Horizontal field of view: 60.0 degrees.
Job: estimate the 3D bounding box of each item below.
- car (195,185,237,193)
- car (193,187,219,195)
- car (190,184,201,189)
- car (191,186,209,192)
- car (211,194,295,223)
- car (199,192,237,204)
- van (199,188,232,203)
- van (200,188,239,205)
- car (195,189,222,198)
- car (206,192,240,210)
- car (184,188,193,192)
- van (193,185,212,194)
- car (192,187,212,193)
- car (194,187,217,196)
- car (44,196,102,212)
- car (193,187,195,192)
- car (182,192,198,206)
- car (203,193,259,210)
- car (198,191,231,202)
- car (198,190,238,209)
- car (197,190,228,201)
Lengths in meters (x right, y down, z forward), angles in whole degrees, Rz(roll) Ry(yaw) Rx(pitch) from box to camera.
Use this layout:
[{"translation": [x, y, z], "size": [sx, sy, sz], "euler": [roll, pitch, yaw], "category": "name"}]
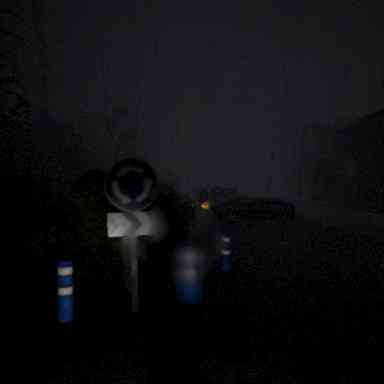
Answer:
[{"translation": [3.479, 0.522, 37.130], "size": [5.566, 2.045, 2.435], "euler": [0, 1, -1], "category": "car"}, {"translation": [2.913, -0.161, 71.045], "size": [5.366, 1.575, 1.946], "euler": [0, 2, -1], "category": "car"}, {"translation": [2.881, -0.134, 62.562], "size": [5.566, 2.045, 2.435], "euler": [0, 2, -1], "category": "car"}, {"translation": [2.252, -0.900, 93.629], "size": [5.008, 1.535, 2.097], "euler": [0, 2, -1], "category": "car"}, {"translation": [3.783, 1.058, 20.183], "size": [4.792, 1.488, 2.163], "euler": [0, 1, -1], "category": "car"}, {"translation": [3.326, 0.728, 42.783], "size": [4.674, 1.452, 2.002], "euler": [0, 1, -1], "category": "car"}, {"translation": [3.156, 0.417, 45.480], "size": [4.442, 1.987, 1.878], "euler": [0, 1, -1], "category": "van"}, {"translation": [3.274, 0.504, 39.952], "size": [4.442, 1.987, 1.878], "euler": [0, 1, -1], "category": "van"}, {"translation": [2.965, 0.250, 59.748], "size": [4.674, 1.452, 2.002], "euler": [0, 2, -1], "category": "car"}, {"translation": [3.688, 0.983, 25.834], "size": [4.674, 1.452, 2.002], "euler": [0, 1, -1], "category": "car"}, {"translation": [-1.272, 0.506, 53.657], "size": [1.895, 1.301, 4.718], "euler": [0, 2, -1], "category": "car"}, {"translation": [2.432, -0.662, 79.502], "size": [4.442, 1.987, 1.878], "euler": [0, 2, -1], "category": "van"}, {"translation": [2.516, -0.499, 82.337], "size": [4.792, 1.488, 2.163], "euler": [0, 2, -1], "category": "car"}, {"translation": [2.757, -0.193, 68.213], "size": [4.553, 1.767, 2.185], "euler": [0, 2, -1], "category": "car"}, {"translation": [-8.852, 0.758, 25.528], "size": [4.553, 1.767, 2.185], "euler": [0, 1, -1], "category": "car"}, {"translation": [3.093, 0.395, 54.100], "size": [5.008, 1.535, 2.097], "euler": [0, 2, -1], "category": "car"}, {"translation": [-0.689, 0.992, 24.123], "size": [1.812, 1.442, 4.674], "euler": [0, 1, 0], "category": "car"}, {"translation": [3.576, 0.858, 31.484], "size": [5.008, 1.535, 2.097], "euler": [0, 1, -1], "category": "car"}, {"translation": [3.205, 0.615, 48.445], "size": [4.674, 1.452, 2.002], "euler": [0, 2, -1], "category": "car"}, {"translation": [3.445, 0.897, 28.654], "size": [5.366, 1.575, 1.946], "euler": [0, 1, -1], "category": "car"}, {"translation": [3.150, 0.527, 51.278], "size": [4.674, 1.452, 2.002], "euler": [0, 2, -1], "category": "car"}]
